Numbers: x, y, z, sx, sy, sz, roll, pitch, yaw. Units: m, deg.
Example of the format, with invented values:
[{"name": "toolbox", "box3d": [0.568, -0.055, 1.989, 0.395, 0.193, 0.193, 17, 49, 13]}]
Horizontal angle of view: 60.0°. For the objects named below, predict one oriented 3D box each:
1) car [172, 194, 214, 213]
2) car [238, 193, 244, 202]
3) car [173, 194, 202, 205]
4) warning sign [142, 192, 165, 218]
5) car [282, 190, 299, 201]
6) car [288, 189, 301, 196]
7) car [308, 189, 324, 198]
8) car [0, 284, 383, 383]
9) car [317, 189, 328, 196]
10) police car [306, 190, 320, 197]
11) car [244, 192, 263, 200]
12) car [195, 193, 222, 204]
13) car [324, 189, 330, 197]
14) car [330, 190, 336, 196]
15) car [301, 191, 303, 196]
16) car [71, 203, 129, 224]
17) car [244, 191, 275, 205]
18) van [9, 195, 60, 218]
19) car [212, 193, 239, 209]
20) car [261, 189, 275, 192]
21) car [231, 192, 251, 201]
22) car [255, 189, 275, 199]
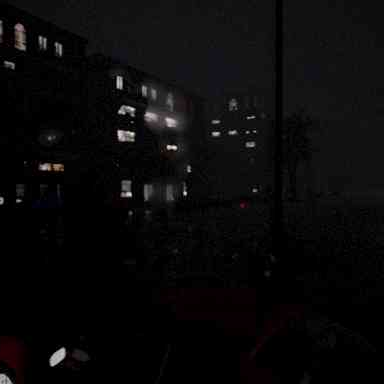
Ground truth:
[{"name": "car", "box3d": [-0.081, 1.238, 32.711, 1.887, 1.381, 4.507, 1, 2, 35]}, {"name": "car", "box3d": [7.794, 0.938, 48.688, 1.812, 1.442, 4.674, 0, 1, 35]}, {"name": "car", "box3d": [-0.605, 1.064, 46.642, 1.947, 1.339, 4.313, 1, 2, 35]}, {"name": "warning sign", "box3d": [-2.821, 0.944, 24.648, 1.300, 1.860, 1.060, -1, -1, 35]}, {"name": "car", "box3d": [15.909, 0.784, 55.716, 1.752, 1.417, 4.829, 1, 2, 35]}, {"name": "car", "box3d": [24.823, 0.128, 83.219, 2.192, 1.841, 5.009, 1, 2, 35]}, {"name": "car", "box3d": [25.347, 0.555, 69.296, 2.008, 1.369, 4.403, 1, 2, 35]}, {"name": "car", "box3d": [-0.071, 1.554, 2.919, 4.507, 1.381, 1.887, 0, 0, 36]}, {"name": "car", "box3d": [33.337, 0.089, 84.604, 2.097, 1.767, 4.553, 0, 1, 28]}, {"name": "police car", "box3d": [27.884, 0.312, 76.481, 1.930, 1.638, 5.238, 0, 1, 32]}, {"name": "car", "box3d": [12.012, 0.681, 64.793, 1.752, 1.417, 4.829, 1, 2, 35]}, {"name": "car", "box3d": [2.574, 0.962, 51.214, 2.008, 1.369, 4.403, 1, 2, 35]}, {"name": "car", "box3d": [28.524, 0.470, 73.868, 2.008, 1.369, 4.403, 1, 2, 35]}, {"name": "car", "box3d": [34.881, 0.190, 83.012, 1.967, 1.590, 4.097, 1, 2, 35]}, {"name": "car", "box3d": [28.000, 0.272, 87.798, 1.887, 1.381, 4.507, 1, 2, 35]}, {"name": "car", "box3d": [-6.437, 1.434, 23.567, 1.947, 1.339, 4.313, 1, 2, 35]}, {"name": "car", "box3d": [9.454, 0.984, 46.431, 2.008, 1.369, 4.403, 1, 2, 35]}, {"name": "van", "box3d": [-13.316, 1.187, 28.345, 1.690, 1.788, 3.998, 1, 2, 35]}, {"name": "car", "box3d": [3.098, 1.157, 37.285, 2.008, 1.369, 4.403, 1, 2, 35]}, {"name": "car", "box3d": [13.414, 0.480, 56.860, 2.150, 2.045, 5.566, 0, 1, 35]}, {"name": "car", "box3d": [8.930, 0.805, 60.361, 1.947, 1.339, 4.313, 1, 2, 35]}, {"name": "car", "box3d": [15.289, 0.383, 69.501, 2.192, 1.841, 5.009, 1, 2, 35]}]
